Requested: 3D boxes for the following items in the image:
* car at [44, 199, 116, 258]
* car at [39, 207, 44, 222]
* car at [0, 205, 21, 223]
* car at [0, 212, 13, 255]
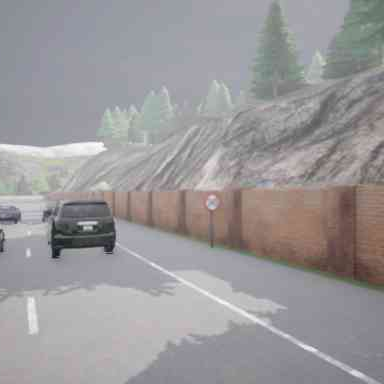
[{"bbox_3d":[-4.629,1.292,13.472,2.150,2.045,5.566,0,0,-26],"label":"car"},{"bbox_3d":[-11.536,1.656,27.772,1.837,1.490,4.892,0,0,-25],"label":"car"},{"bbox_3d":[-14.821,1.722,26.533,1.994,1.385,4.181,0,0,-25],"label":"car"},{"bbox_3d":[-7.313,1.617,10.976,2.033,1.411,5.357,0,0,-26],"label":"car"}]
